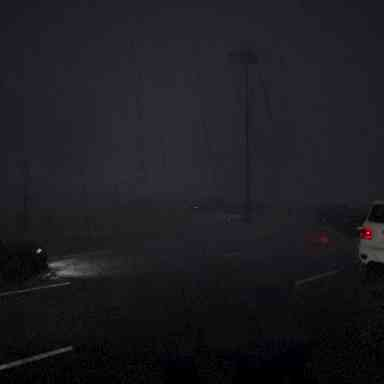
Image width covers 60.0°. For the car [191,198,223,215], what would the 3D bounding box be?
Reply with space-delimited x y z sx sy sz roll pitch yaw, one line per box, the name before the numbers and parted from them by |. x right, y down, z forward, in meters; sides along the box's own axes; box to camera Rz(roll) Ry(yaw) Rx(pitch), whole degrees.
car | 1.656 1.341 32.446 4.892 1.490 1.837 0 0 -41

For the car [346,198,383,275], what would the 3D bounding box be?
car | 6.638 1.119 8.985 5.566 2.045 2.150 -1 0 -39

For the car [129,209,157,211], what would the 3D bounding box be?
car | -5.576 1.435 35.434 5.357 1.411 2.033 -1 0 -41

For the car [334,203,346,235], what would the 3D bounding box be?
car | 8.808 1.325 15.310 5.008 1.535 1.882 -1 0 -40

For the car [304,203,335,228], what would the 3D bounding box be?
car | 8.394 1.357 19.565 4.674 1.442 1.812 -1 0 -41

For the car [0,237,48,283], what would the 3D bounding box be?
car | -5.869 1.582 8.253 4.181 1.385 1.994 -1 0 -36

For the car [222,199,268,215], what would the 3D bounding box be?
car | 5.217 1.373 30.920 4.181 1.385 1.994 -1 0 -42
